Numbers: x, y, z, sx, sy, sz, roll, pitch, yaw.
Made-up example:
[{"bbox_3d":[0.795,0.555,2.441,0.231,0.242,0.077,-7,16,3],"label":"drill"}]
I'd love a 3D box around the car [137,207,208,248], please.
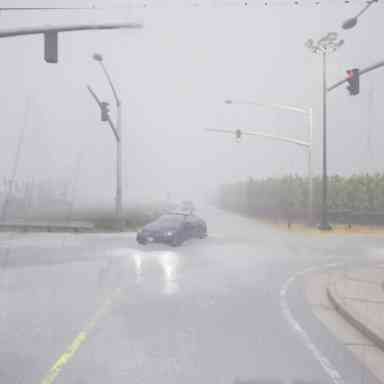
[{"bbox_3d":[-0.719,1.681,15.810,1.812,1.442,4.674,1,1,25],"label":"car"}]

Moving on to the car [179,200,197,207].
[{"bbox_3d":[-0.562,1.804,40.753,1.837,1.490,4.892,0,2,-3],"label":"car"}]
